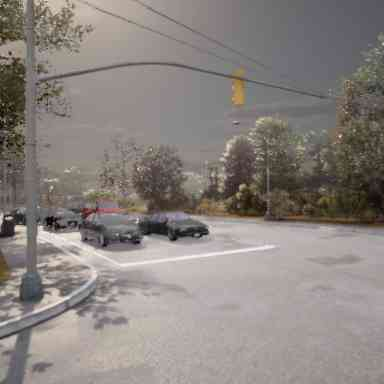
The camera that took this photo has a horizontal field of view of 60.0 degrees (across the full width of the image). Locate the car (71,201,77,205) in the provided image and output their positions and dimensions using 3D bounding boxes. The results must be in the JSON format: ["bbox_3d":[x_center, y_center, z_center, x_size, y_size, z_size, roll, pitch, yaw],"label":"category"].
[{"bbox_3d":[-16.454,2.383,48.147,5.566,2.045,2.150,-3,-2,44],"label":"car"}]

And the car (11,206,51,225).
[{"bbox_3d":[-15.400,2.280,31.578,1.837,1.490,4.892,0,-2,-41],"label":"car"}]

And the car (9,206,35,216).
[{"bbox_3d":[-26.910,3.001,52.643,4.892,1.490,1.837,-2,-1,39],"label":"car"}]

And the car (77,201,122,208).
[{"bbox_3d":[-7.096,1.714,26.878,2.150,2.045,5.566,0,-2,-37],"label":"car"}]

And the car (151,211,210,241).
[{"bbox_3d":[-1.210,1.782,18.556,2.033,1.411,5.357,0,-1,-33],"label":"car"}]

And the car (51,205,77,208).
[{"bbox_3d":[-13.847,2.370,35.123,2.033,1.411,5.357,0,-2,-41],"label":"car"}]

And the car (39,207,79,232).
[{"bbox_3d":[-9.175,2.028,23.792,1.994,1.385,4.181,0,-2,-37],"label":"car"}]

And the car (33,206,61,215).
[{"bbox_3d":[-24.009,3.019,54.851,5.357,1.411,2.033,-2,-1,39],"label":"car"}]

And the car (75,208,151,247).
[{"bbox_3d":[-4.072,1.746,16.486,1.837,1.490,4.892,0,-1,-34],"label":"car"}]
